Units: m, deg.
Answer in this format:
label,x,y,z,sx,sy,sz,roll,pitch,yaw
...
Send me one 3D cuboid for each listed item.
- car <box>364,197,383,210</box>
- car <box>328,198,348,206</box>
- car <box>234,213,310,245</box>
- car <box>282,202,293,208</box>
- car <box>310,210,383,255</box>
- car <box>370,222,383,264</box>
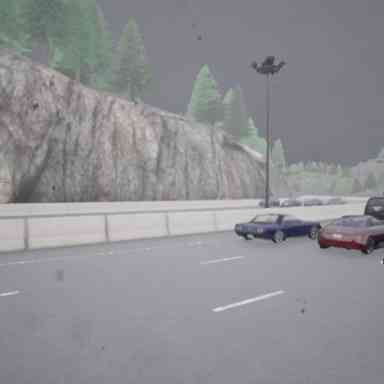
label,x,y,z,sx,sy,sz,roll,pitch,yaw
car,15.457,1.401,26.212,5.566,2.045,2.150,0,0,-44
car,20.815,1.649,47.826,2.097,1.767,4.553,0,0,40
car,4.314,1.691,16.160,4.718,1.301,1.895,0,0,-40
car,15.977,1.796,52.931,2.128,1.511,4.902,0,-1,39
car,7.072,1.655,13.910,4.181,1.385,1.994,0,0,-40
car,7.507,1.620,9.716,5.357,1.411,2.033,0,0,-39
